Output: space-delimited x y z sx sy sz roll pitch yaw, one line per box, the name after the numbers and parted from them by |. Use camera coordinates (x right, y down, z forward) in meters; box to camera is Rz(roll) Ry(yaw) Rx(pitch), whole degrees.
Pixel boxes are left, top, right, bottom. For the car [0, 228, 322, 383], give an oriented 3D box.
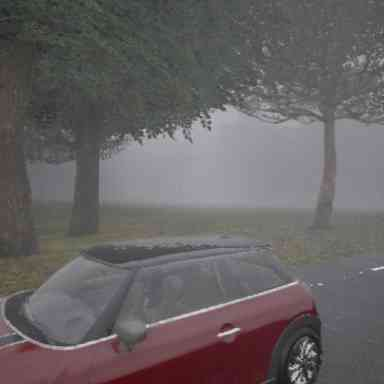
-0.676 1.355 3.559 4.553 1.767 2.097 0 0 -36 | car
